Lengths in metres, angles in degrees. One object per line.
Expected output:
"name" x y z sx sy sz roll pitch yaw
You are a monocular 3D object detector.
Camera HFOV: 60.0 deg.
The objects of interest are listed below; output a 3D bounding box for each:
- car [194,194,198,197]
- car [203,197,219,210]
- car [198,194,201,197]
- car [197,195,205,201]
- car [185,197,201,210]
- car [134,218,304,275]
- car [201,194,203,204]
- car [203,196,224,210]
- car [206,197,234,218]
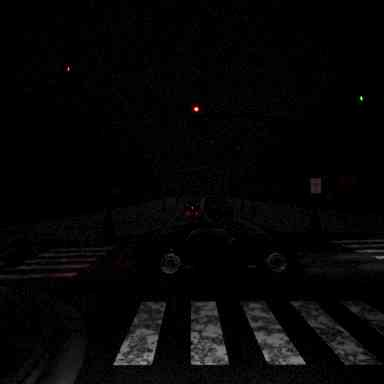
"car" 0.021 1.715 68.928 1.994 1.385 4.181 0 -1 0
"car" 2.579 1.513 45.922 1.967 1.590 4.097 -1 0 0
"car" 2.914 1.504 67.886 2.097 1.767 4.553 0 0 0
"car" 2.525 1.710 94.544 1.967 1.590 4.097 -1 0 0
"car" 0.060 1.668 44.044 1.895 1.301 4.718 0 0 0
"car" 0.763 1.597 9.913 4.718 1.301 1.895 0 1 0
"car" 2.584 1.373 40.520 2.192 1.841 5.009 -1 0 0
"car" 2.590 1.359 35.117 2.192 1.841 5.009 -1 0 0
"car" 2.597 1.472 29.715 1.967 1.590 4.097 -1 0 0
